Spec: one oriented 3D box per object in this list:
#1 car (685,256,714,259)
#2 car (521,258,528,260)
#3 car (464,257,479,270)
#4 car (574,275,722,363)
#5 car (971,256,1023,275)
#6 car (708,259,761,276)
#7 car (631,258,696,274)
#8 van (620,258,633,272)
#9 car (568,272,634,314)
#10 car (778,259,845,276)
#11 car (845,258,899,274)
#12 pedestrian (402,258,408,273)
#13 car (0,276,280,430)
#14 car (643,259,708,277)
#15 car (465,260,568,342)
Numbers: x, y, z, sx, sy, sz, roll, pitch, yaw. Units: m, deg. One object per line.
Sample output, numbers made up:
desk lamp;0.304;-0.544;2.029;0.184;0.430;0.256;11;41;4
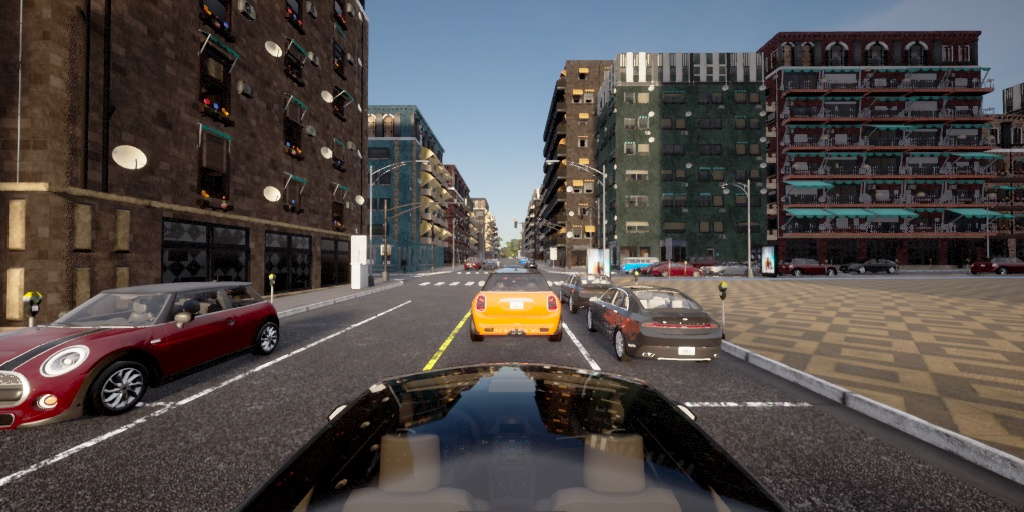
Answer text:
car;19.305;0.977;38.518;5.009;1.841;2.192;0;0;0
car;2.701;1.334;51.747;1.948;1.339;4.313;0;0;0
car;-5.679;1.083;51.789;2.192;1.841;5.009;0;0;0
car;2.822;1.302;7.985;2.007;1.370;4.403;0;0;0
car;41.350;0.811;29.975;4.097;1.591;1.967;0;0;0
car;20.073;1.171;32.715;4.718;1.301;1.895;0;-1;0
car;15.218;1.203;35.971;5.357;1.411;2.033;0;-1;0
van;13.777;1.046;38.559;3.998;1.789;1.690;0;0;0
car;2.823;1.304;13.555;2.007;1.370;4.403;0;0;0
car;24.769;0.935;30.098;4.097;1.591;1.967;0;0;0
car;35.574;1.005;35.811;4.892;1.490;1.837;0;-1;0
pedestrian;-12.521;1.097;41.715;0.375;1.860;0.375;0;0;0
car;-5.819;1.191;5.751;1.967;1.591;4.097;0;0;0
car;13.713;1.162;30.179;4.207;1.307;1.802;0;0;0
car;0.099;1.104;9.965;2.097;1.767;4.553;0;0;0
